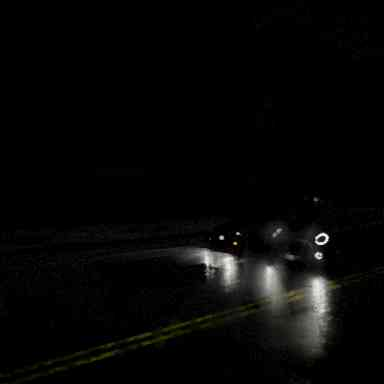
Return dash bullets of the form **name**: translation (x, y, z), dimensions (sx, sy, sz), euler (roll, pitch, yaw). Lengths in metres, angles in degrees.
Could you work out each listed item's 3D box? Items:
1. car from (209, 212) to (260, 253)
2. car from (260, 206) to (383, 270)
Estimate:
- **car**: translation (2.735, 1.515, 13.608), dimensions (4.181, 1.385, 1.994), euler (0, 0, -35)
- **car**: translation (4.687, 1.303, 11.006), dimensions (4.553, 1.767, 2.097), euler (0, 0, -35)
